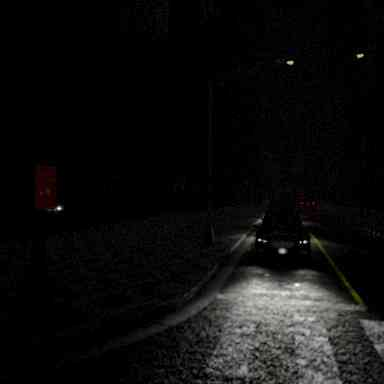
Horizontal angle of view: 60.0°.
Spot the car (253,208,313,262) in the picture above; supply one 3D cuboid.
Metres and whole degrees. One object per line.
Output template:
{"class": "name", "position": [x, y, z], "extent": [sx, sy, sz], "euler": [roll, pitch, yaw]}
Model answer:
{"class": "car", "position": [3.480, 1.608, 12.789], "extent": [2.128, 1.511, 4.902], "euler": [0, 0, 15]}

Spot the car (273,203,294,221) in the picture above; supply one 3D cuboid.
{"class": "car", "position": [8.739, 1.826, 31.898], "extent": [1.812, 1.442, 4.674], "euler": [0, -1, 15]}

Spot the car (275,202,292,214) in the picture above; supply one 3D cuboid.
{"class": "car", "position": [11.431, 1.963, 41.557], "extent": [1.994, 1.385, 4.181], "euler": [0, -1, 16]}

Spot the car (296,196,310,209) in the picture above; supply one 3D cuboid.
{"class": "car", "position": [18.919, 1.797, 56.937], "extent": [2.150, 2.045, 5.566], "euler": [0, -1, 16]}

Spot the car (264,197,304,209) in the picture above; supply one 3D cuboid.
{"class": "car", "position": [6.092, 1.427, 22.294], "extent": [2.150, 2.045, 5.566], "euler": [0, 0, 16]}

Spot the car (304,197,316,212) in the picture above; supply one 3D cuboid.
{"class": "car", "position": [16.103, 1.688, 46.653], "extent": [2.150, 2.045, 5.566], "euler": [0, -1, 15]}
